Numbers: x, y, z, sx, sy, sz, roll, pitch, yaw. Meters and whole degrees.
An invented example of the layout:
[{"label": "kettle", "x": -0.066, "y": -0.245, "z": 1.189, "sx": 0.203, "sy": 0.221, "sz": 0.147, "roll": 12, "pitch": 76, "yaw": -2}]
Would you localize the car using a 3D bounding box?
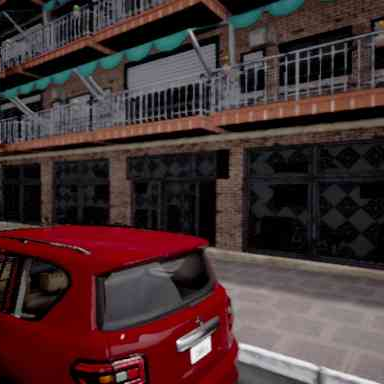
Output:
[{"label": "car", "x": -1.875, "y": 1.321, "z": 4.000, "sx": 5.009, "sy": 1.841, "sz": 2.192, "roll": 0, "pitch": 1, "yaw": 35}]
